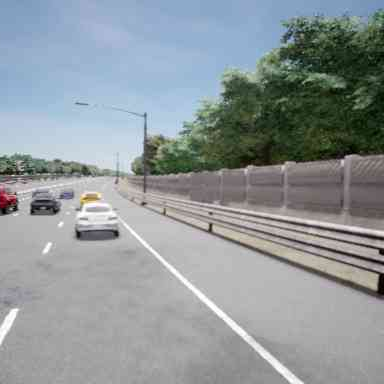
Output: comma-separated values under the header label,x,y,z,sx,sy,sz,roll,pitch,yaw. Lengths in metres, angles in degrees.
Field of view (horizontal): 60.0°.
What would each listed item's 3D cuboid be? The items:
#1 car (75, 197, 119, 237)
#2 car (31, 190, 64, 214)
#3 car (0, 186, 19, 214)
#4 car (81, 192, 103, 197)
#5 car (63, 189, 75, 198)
label,x,y,z,sx,sy,sz,roll,pitch,yaw
car,-4.559,1.201,15.957,1.812,1.442,4.674,0,1,-18
car,-11.596,0.866,26.572,1.837,1.490,4.892,0,1,-17
car,-14.917,0.565,25.449,2.150,2.045,5.566,0,1,-17
car,-9.694,0.743,32.113,1.882,1.535,5.008,0,2,-17
car,-18.796,0.178,50.324,2.033,1.411,5.357,0,2,-16
